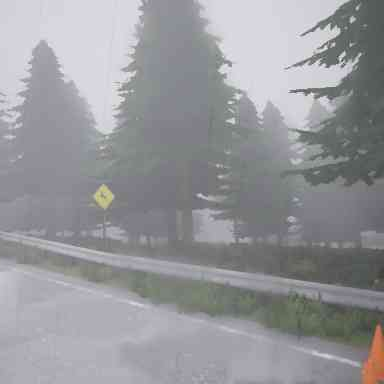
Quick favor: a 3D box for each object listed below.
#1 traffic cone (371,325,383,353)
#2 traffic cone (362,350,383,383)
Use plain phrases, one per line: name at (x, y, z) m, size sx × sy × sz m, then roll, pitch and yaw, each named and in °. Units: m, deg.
traffic cone at (2.321, 1.956, 4.127) m, size 0.340 × 0.580 × 0.340 m, roll 0°, pitch 0°, yaw 34°
traffic cone at (1.773, 1.956, 3.294) m, size 0.340 × 0.580 × 0.340 m, roll 0°, pitch 0°, yaw 34°
